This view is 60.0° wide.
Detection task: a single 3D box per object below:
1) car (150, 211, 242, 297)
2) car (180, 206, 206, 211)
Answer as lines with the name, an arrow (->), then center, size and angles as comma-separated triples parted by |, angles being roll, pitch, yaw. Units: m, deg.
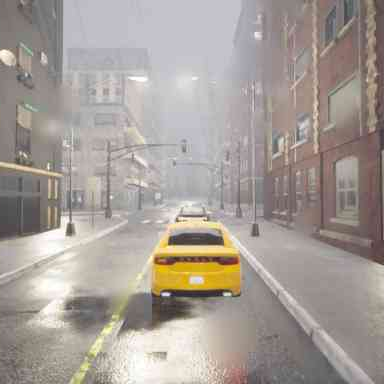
car -> 0.089, 1.484, 8.627 | 1.882, 1.535, 5.008 | 0, 0, 0
car -> 0.071, 1.511, 18.813 | 2.128, 1.511, 4.902 | 0, 0, 1
